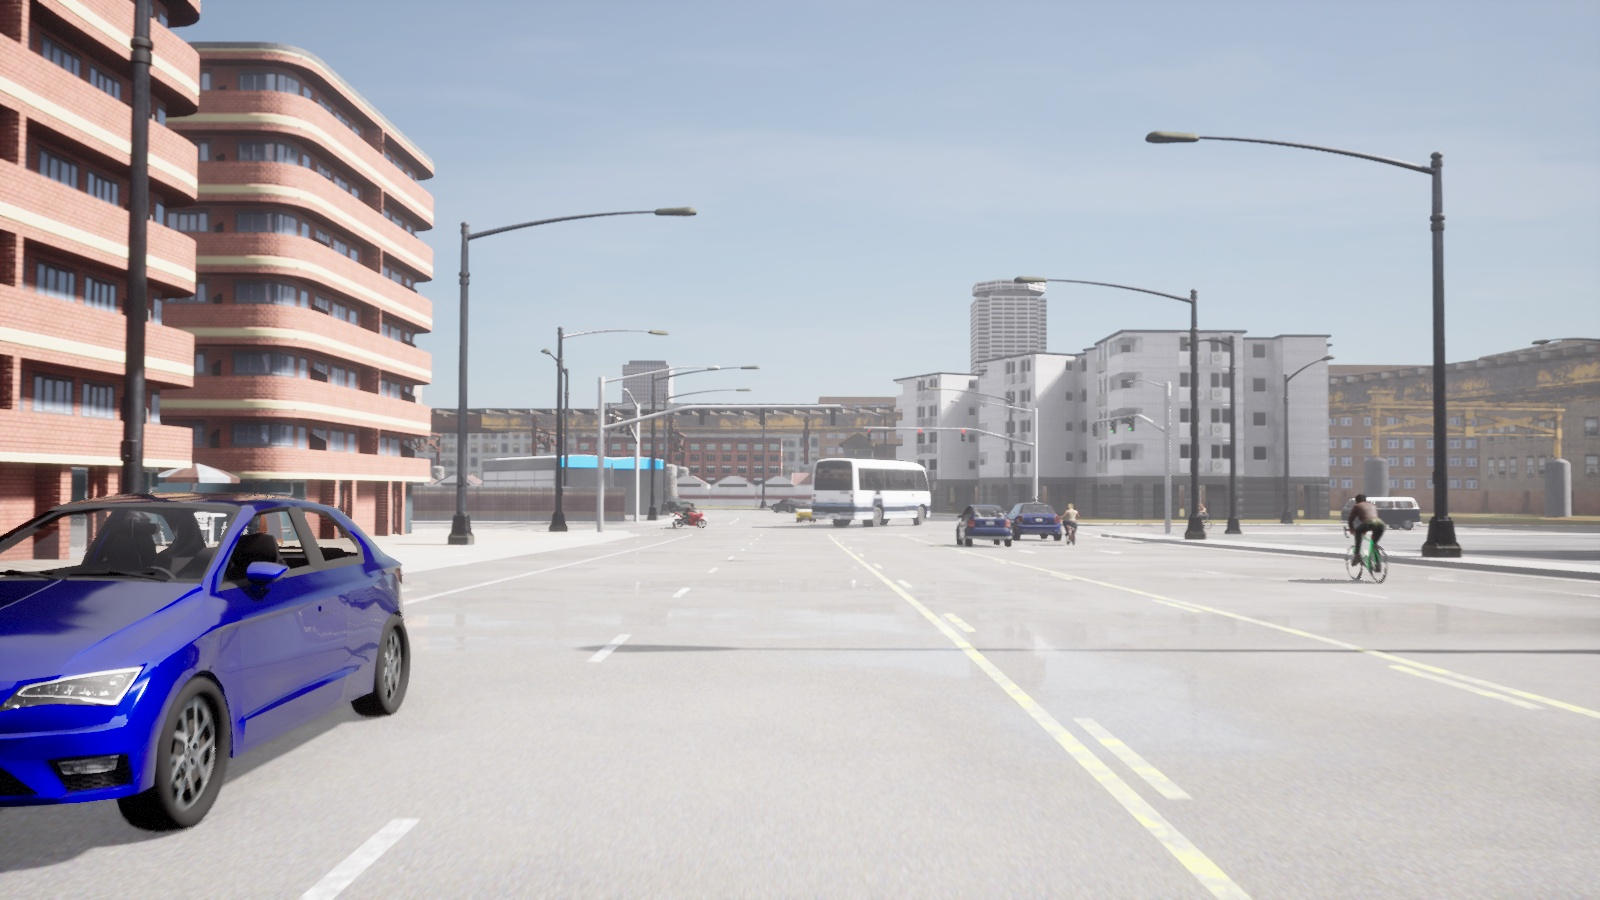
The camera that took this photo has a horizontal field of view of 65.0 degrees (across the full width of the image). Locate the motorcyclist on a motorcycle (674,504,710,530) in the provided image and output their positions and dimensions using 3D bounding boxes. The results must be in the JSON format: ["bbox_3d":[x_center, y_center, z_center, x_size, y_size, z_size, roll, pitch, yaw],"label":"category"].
[{"bbox_3d":[-6.306,3.906,73.266,2.044,1.523,0.797,0,-2,-1],"label":"motorcyclist on a motorcycle"}]

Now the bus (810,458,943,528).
[{"bbox_3d":[5.101,2.771,81.271,3.944,4.253,10.273,-1,-2,34],"label":"bus"}]

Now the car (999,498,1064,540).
[{"bbox_3d":[10.371,3.086,56.610,2.097,1.767,4.553,0,-3,0],"label":"car"}]

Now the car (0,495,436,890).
[{"bbox_3d":[-3.516,1.003,6.897,1.816,1.474,4.193,0,-2,0],"label":"car"}]

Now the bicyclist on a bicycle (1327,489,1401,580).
[{"bbox_3d":[10.446,1.558,23.315,0.582,1.620,1.656,0,-3,0],"label":"bicyclist on a bicycle"}]

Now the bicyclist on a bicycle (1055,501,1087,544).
[{"bbox_3d":[10.397,2.780,48.279,0.866,1.612,1.509,0,-3,0],"label":"bicyclist on a bicycle"}]

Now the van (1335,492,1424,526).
[{"bbox_3d":[35.832,3.649,77.713,4.480,2.038,2.069,0,-2,-1],"label":"van"}]

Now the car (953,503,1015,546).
[{"bbox_3d":[6.892,2.792,47.379,1.789,1.549,3.705,0,-3,0],"label":"car"}]

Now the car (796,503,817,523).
[{"bbox_3d":[0.453,4.546,90.897,1.481,1.376,2.207,0,-2,0],"label":"car"}]
